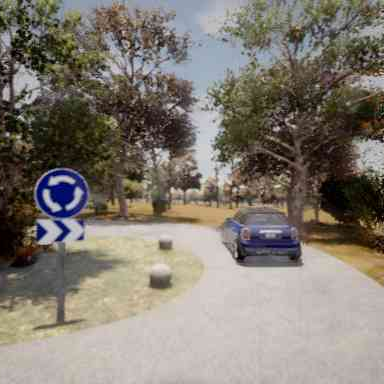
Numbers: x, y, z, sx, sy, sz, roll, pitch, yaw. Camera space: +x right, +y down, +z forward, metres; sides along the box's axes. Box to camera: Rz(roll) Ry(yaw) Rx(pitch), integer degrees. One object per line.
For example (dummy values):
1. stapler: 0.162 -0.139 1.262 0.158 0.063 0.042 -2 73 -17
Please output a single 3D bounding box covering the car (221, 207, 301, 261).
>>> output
1. car: 2.415 1.370 12.638 2.097 1.767 4.553 0 1 -2
